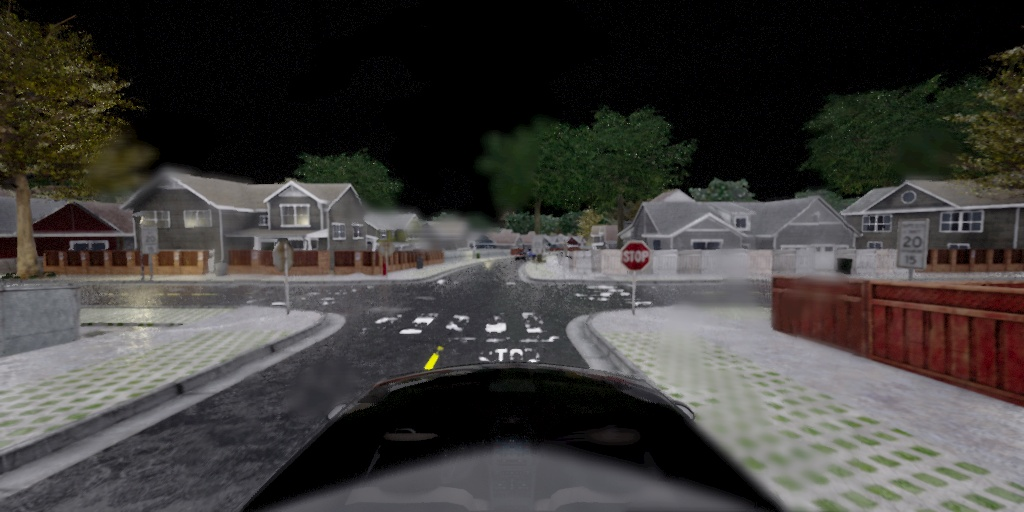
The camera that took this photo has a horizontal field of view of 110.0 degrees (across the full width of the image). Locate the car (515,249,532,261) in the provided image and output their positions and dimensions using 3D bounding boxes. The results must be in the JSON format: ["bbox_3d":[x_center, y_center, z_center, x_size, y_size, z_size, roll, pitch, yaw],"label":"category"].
[{"bbox_3d":[1.697,0.039,59.463,1.837,1.490,4.892,1,1,10],"label":"car"}]
